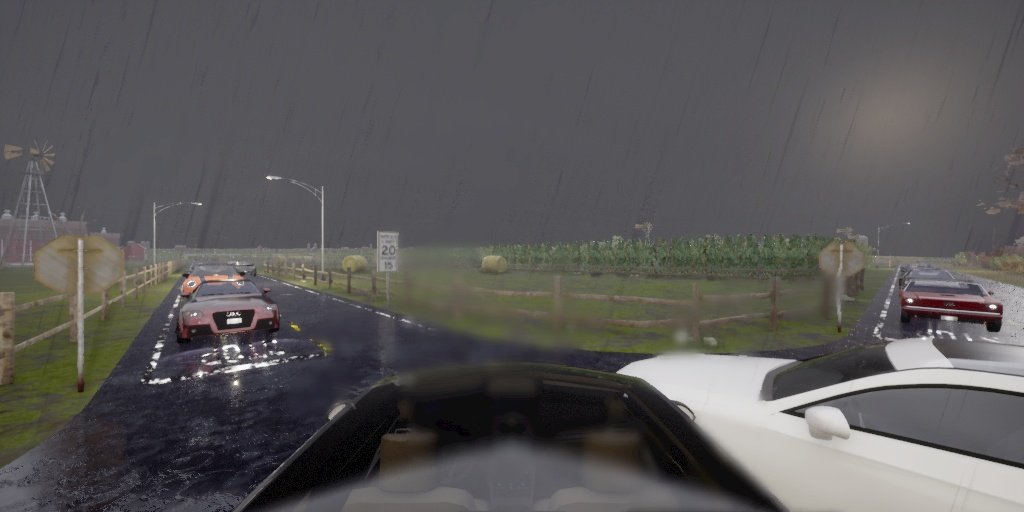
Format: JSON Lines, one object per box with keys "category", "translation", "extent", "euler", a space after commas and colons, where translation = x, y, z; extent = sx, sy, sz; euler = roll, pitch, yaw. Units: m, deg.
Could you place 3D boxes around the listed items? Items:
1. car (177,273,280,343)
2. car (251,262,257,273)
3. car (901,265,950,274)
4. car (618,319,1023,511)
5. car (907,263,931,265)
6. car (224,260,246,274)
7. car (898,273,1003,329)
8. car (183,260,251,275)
{"category": "car", "translation": [-7.888, 1.351, 9.938], "extent": [1.994, 1.385, 4.181], "euler": [0, 0, -42]}
{"category": "car", "translation": [-26.791, 1.265, 35.753], "extent": [2.128, 1.511, 4.902], "euler": [0, 0, -41]}
{"category": "car", "translation": [20.690, 1.350, 17.823], "extent": [5.357, 1.411, 2.033], "euler": [0, 1, -42]}
{"category": "car", "translation": [2.850, 1.293, 2.293], "extent": [1.812, 1.442, 4.674], "euler": [0, 1, -44]}
{"category": "car", "translation": [27.479, 1.383, 24.041], "extent": [4.181, 1.385, 1.994], "euler": [0, 1, -43]}
{"category": "car", "translation": [-33.471, 1.282, 43.247], "extent": [1.837, 1.490, 4.892], "euler": [0, 0, -41]}
{"category": "car", "translation": [13.578, 1.390, 11.297], "extent": [4.718, 1.301, 1.895], "euler": [0, 1, -43]}
{"category": "car", "translation": [-13.629, 1.132, 16.453], "extent": [2.097, 1.767, 4.553], "euler": [0, 0, -41]}
